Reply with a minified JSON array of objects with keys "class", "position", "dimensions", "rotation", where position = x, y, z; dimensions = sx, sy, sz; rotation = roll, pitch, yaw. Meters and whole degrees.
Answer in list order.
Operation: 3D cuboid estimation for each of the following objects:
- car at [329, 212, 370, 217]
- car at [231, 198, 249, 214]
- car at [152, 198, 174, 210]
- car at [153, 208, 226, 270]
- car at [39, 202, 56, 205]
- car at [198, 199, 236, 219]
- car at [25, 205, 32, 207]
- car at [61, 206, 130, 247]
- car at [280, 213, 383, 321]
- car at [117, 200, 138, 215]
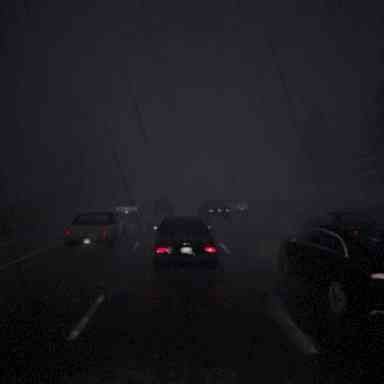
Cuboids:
[{"class":"car","position":[6.464,1.513,14.459],"dimensions":[1.895,1.301,4.718],"rotation":[0,0,-4]},{"class":"car","position":[4.261,1.343,33.065],"dimensions":[1.812,1.442,4.674],"rotation":[0,0,-9]},{"class":"car","position":[-3.006,1.301,34.074],"dimensions":[1.882,1.535,5.008],"rotation":[0,0,-10]},{"class":"car","position":[-0.291,1.490,10.819],"dimensions":[2.033,1.411,5.357],"rotation":[0,0,-3]},{"class":"car","position":[-19.954,1.014,46.328],"dimensions":[2.150,2.045,5.566],"rotation":[0,0,-14]},{"class":"car","position":[1.673,1.402,26.863],"dimensions":[2.033,1.411,5.357],"rotation":[0,0,-8]},{"class":"car","position":[-23.539,1.320,46.291],"dimensions":[1.812,1.442,4.674],"rotation":[0,0,-14]},{"class":"car","position":[-4.069,1.530,14.563],"dimensions":[1.895,1.301,4.718],"rotation":[0,0,-4]},{"class":"car","position":[3.358,1.447,7.173],"dimensions":[2.128,1.511,4.902],"rotation":[0,0,-2]},{"class":"car","position":[-6.063,1.445,31.273],"dimensions":[1.895,1.301,4.718],"rotation":[0,0,-9]}]
